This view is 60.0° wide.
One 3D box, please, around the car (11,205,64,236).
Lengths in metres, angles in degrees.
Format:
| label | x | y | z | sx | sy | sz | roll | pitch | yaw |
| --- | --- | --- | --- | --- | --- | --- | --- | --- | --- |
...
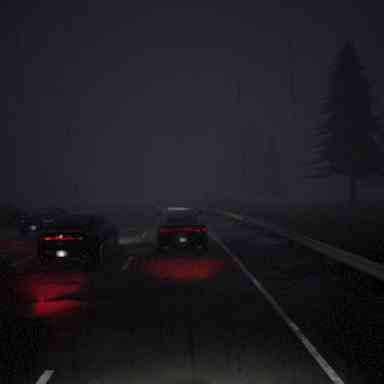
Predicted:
| label | x | y | z | sx | sy | sz | roll | pitch | yaw |
| --- | --- | --- | --- | --- | --- | --- | --- | --- | --- |
| car | -7.840 | 1.534 | 18.304 | 1.812 | 1.442 | 4.674 | 0 | 0 | -5 |

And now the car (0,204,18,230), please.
| label | x | y | z | sx | sy | sz | roll | pitch | yaw |
| --- | --- | --- | --- | --- | --- | --- | --- | --- | --- |
| car | -11.636 | 1.511 | 21.076 | 2.128 | 1.511 | 4.902 | 0 | 0 | -6 |

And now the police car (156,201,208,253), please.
| label | x | y | z | sx | sy | sz | roll | pitch | yaw |
| --- | --- | --- | --- | --- | --- | --- | --- | --- | --- |
| police car | -0.473 | 1.411 | 13.856 | 1.930 | 1.638 | 5.238 | 0 | 0 | -4 |

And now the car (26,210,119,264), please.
| label | x | y | z | sx | sy | sz | roll | pitch | yaw |
| --- | --- | --- | --- | --- | --- | --- | --- | --- | --- |
| car | -3.847 | 1.506 | 11.887 | 1.837 | 1.490 | 4.892 | 0 | 0 | -3 |
